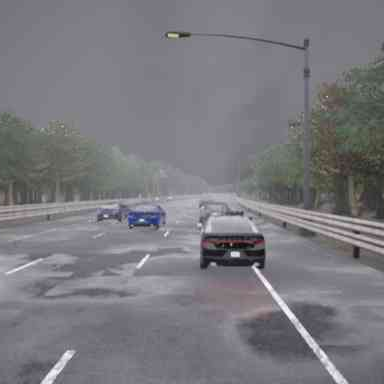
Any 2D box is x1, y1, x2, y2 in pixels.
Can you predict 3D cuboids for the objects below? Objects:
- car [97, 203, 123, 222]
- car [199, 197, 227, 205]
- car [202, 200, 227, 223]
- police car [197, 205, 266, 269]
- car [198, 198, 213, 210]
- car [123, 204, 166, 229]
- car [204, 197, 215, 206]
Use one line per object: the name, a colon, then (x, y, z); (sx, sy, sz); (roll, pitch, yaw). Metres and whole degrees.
car: (-6.190, 1.602, 26.687); (1.812, 1.442, 4.674); (0, 0, 3)
car: (1.512, 1.411, 21.110); (2.097, 1.767, 4.553); (0, 0, 2)
car: (1.782, 1.534, 27.230); (1.801, 1.575, 5.366); (0, 0, 3)
police car: (1.209, 1.457, 11.406); (1.930, 1.638, 5.238); (0, 0, 1)
car: (2.012, 1.644, 47.403); (1.837, 1.490, 4.892); (0, 0, 6)
car: (-2.884, 1.541, 22.152); (1.882, 1.535, 5.008); (0, 0, 2)
car: (3.230, 1.711, 61.245); (1.812, 1.442, 4.674); (0, 0, 6)
